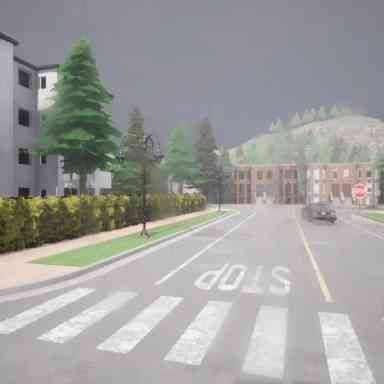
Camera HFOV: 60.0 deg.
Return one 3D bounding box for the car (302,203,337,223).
[{"bbox_3d":[9.527,1.542,25.178,2.033,1.411,5.357,0,0,12],"label":"car"}]
